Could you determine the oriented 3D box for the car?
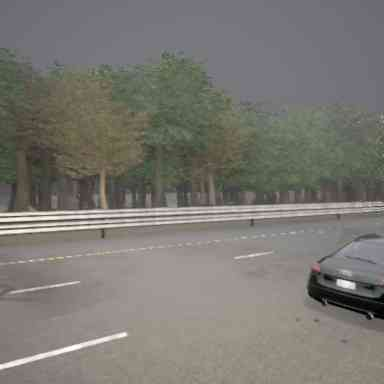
[{"bbox_3d":[4.312,1.582,6.953,4.181,1.385,1.994,0,0,-36],"label":"car"}]
